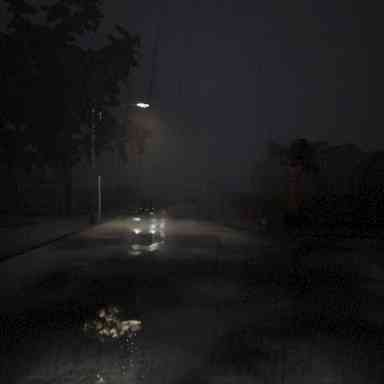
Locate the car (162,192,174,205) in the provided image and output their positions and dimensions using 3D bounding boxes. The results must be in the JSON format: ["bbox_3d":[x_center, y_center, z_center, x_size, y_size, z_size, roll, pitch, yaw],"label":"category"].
[{"bbox_3d":[-4.056,1.016,54.429,2.150,2.045,5.566,0,0,0],"label":"car"}]

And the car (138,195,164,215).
[{"bbox_3d":[-4.094,1.383,32.584,1.837,1.490,4.892,0,0,0],"label":"car"}]

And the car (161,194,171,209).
[{"bbox_3d":[-4.087,1.346,42.405,1.837,1.490,4.892,0,0,0],"label":"car"}]

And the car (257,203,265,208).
[{"bbox_3d":[8.882,1.238,31.337,5.357,1.415,2.033,0,0,3],"label":"car"}]

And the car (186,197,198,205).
[{"bbox_3d":[-0.003,1.403,52.764,1.895,1.301,4.718,0,0,0],"label":"car"}]
